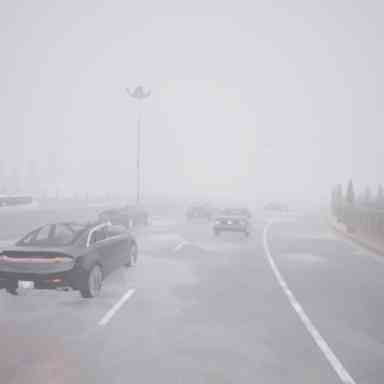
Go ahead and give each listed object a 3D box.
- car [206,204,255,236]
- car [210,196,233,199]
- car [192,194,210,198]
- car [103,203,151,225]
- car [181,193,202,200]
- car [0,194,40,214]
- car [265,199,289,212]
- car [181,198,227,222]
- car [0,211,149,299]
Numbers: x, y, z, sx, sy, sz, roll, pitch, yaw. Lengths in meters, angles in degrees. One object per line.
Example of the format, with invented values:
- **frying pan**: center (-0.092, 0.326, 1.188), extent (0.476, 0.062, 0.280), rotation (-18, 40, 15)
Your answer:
- **car**: center (2.419, 1.535, 18.546), extent (2.033, 1.411, 5.357), rotation (0, 0, 14)
- **car**: center (5.667, 1.513, 58.118), extent (1.882, 1.535, 5.008), rotation (0, 0, 37)
- **car**: center (2.590, 1.546, 59.844), extent (1.837, 1.490, 4.892), rotation (0, 0, 36)
- **car**: center (-4.107, 1.478, 20.924), extent (1.837, 1.490, 4.892), rotation (0, 0, 14)
- **car**: center (0.296, 1.280, 62.680), extent (2.150, 2.045, 5.566), rotation (0, 0, 37)
- **car**: center (-11.699, 1.175, 20.214), extent (2.150, 2.045, 5.566), rotation (0, 0, 13)
- **car**: center (9.666, 1.511, 37.892), extent (1.812, 1.442, 4.674), rotation (0, 0, 27)
- **car**: center (1.008, 1.473, 26.162), extent (2.128, 1.511, 4.902), rotation (0, 0, 17)
- **car**: center (-2.781, 1.472, 8.464), extent (2.128, 1.511, 4.902), rotation (0, 0, 6)
